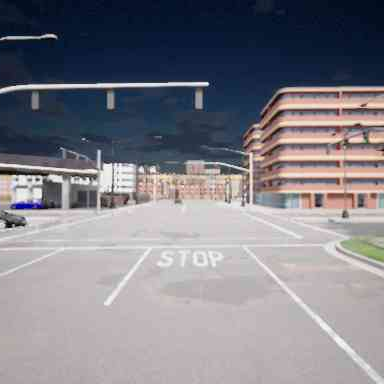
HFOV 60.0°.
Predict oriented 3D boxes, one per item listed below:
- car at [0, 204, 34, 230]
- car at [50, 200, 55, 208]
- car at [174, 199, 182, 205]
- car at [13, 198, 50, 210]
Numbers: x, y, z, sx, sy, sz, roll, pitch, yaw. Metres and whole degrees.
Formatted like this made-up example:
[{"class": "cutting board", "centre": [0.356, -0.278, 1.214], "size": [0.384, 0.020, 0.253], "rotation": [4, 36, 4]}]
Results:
[{"class": "car", "centre": [-13.808, 1.751, 22.601], "size": [4.892, 1.490, 1.837], "rotation": [3, -1, 0]}, {"class": "car", "centre": [-24.058, 1.958, 53.132], "size": [3.806, 1.475, 1.970], "rotation": [0, -1, 1]}, {"class": "car", "centre": [-3.360, 2.295, 80.478], "size": [2.033, 1.411, 5.357], "rotation": [0, -1, -1]}, {"class": "car", "centre": [-23.338, 1.743, 47.384], "size": [4.611, 1.667, 2.242], "rotation": [0, -1, 1]}]
